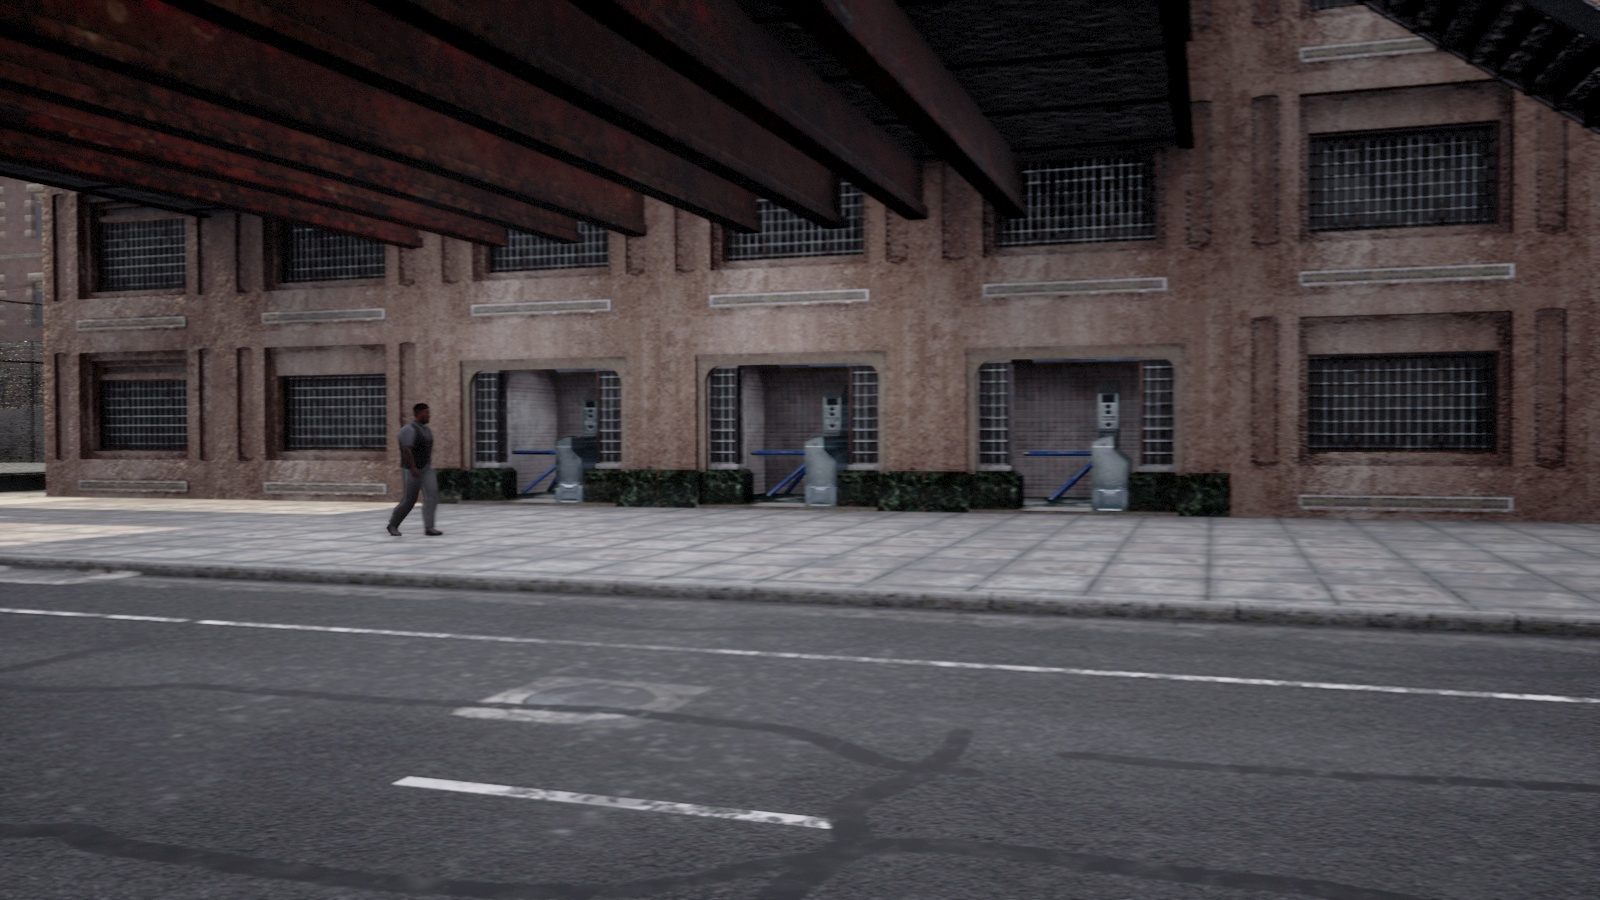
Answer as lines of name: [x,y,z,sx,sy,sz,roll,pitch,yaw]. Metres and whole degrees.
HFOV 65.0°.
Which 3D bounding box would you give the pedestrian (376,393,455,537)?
pedestrian: [-5.158,0.194,16.872,0.849,1.883,0.563,1,1,21]
